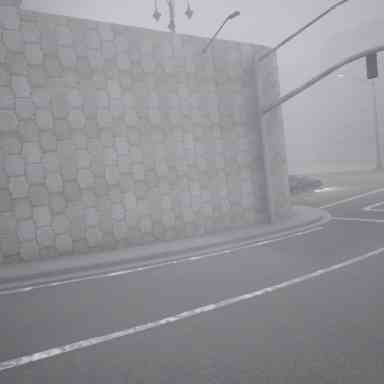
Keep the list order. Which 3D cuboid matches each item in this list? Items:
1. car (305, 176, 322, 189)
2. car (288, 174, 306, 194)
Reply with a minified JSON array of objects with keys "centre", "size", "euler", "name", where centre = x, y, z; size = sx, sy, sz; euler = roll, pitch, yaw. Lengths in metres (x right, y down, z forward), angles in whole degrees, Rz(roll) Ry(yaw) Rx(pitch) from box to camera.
[{"centre":[9.628,-0.901,30.395],"size":[1.994,1.385,4.181],"euler":[-10,6,-34],"name":"car"},{"centre":[6.806,-0.597,28.333],"size":[2.097,1.767,4.553],"euler":[-10,6,-35],"name":"car"}]
